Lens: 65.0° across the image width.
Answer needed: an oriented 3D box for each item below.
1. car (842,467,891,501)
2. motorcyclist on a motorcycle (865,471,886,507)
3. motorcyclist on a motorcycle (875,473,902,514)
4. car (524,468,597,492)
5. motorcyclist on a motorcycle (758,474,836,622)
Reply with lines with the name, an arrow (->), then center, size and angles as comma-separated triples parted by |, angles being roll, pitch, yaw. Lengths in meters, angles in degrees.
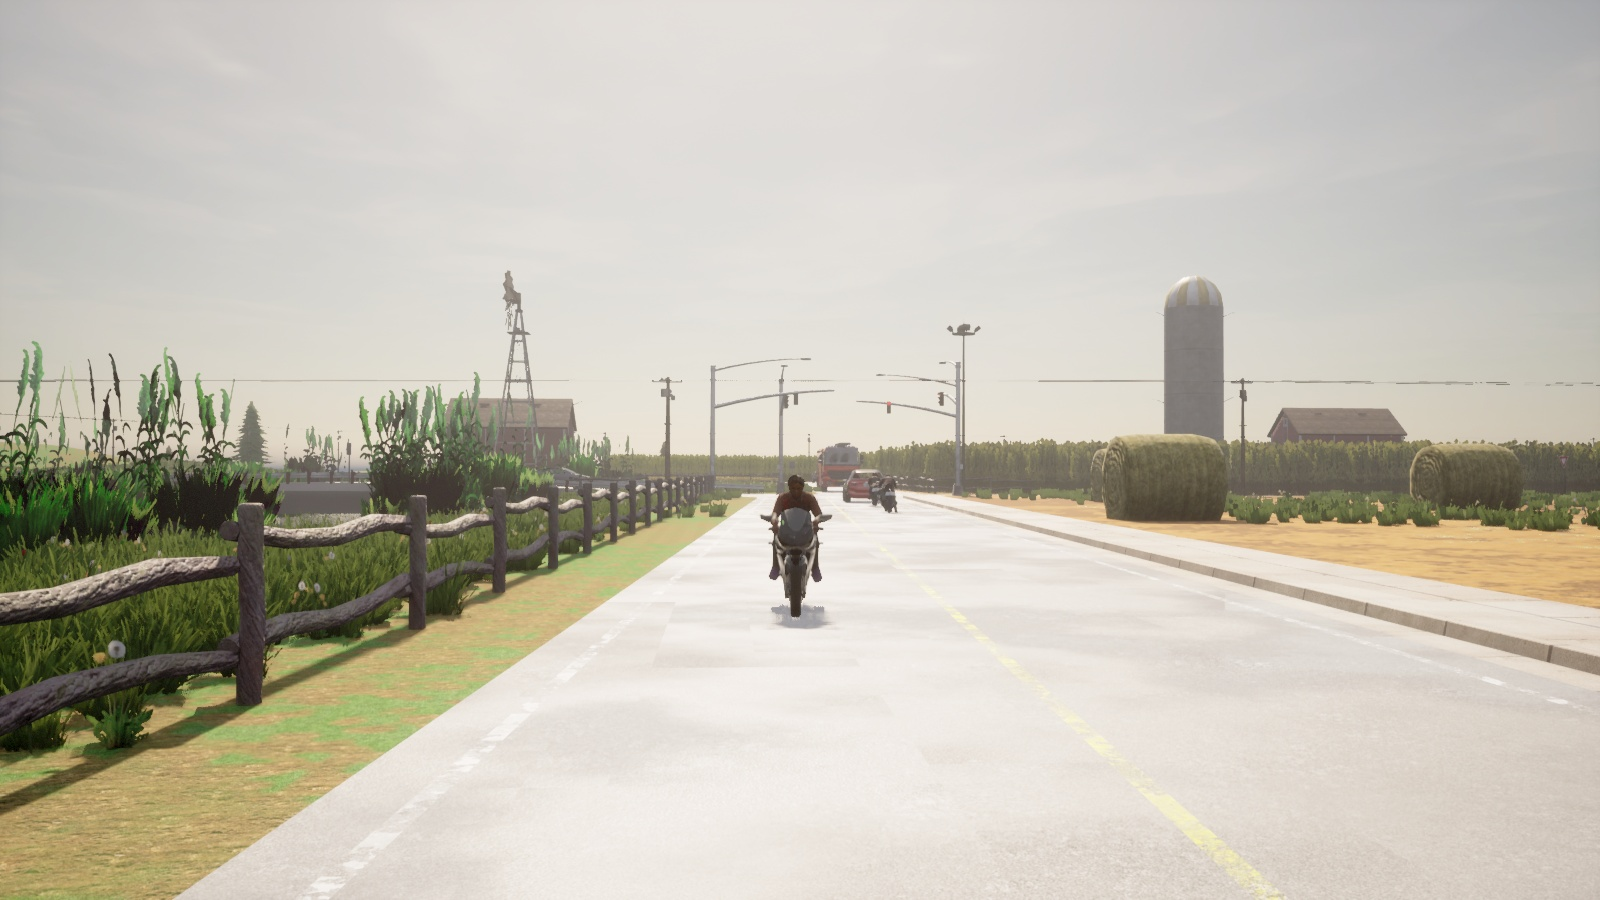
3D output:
car -> 3.340, 1.719, 64.063 | 2.242, 1.667, 4.611 | 0, -1, 0
motorcyclist on a motorcycle -> 3.357, 1.727, 56.257 | 0.797, 1.523, 2.044 | 0, 0, 0
motorcyclist on a motorcycle -> 3.378, 1.640, 47.979 | 0.866, 1.530, 2.191 | 0, -1, 0
car -> -15.365, 1.918, 80.726 | 4.181, 1.385, 1.994 | 2, -1, 3
motorcyclist on a motorcycle -> -0.036, 1.032, 14.021 | 0.797, 1.523, 2.044 | 0, -1, 0
